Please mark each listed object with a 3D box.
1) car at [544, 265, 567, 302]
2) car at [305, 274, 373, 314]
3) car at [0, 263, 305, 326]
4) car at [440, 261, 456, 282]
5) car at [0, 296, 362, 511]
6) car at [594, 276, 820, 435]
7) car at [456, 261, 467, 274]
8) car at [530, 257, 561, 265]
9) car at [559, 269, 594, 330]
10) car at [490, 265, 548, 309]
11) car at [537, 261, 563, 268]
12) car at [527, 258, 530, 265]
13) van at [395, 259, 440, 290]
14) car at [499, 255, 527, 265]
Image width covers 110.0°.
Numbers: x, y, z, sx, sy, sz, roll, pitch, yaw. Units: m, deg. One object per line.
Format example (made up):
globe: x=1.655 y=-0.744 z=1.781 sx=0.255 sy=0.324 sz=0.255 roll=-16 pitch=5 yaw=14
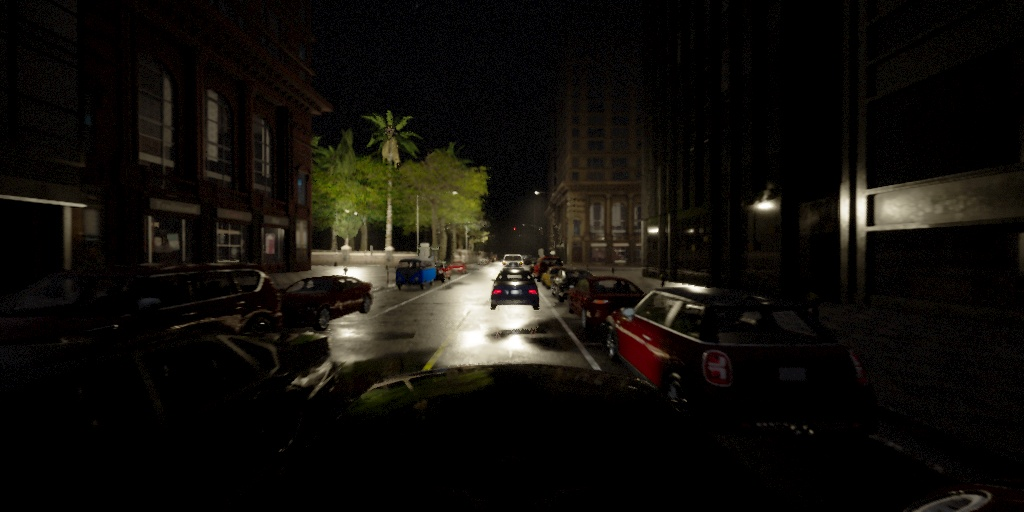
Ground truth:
car: x=2.761 y=1.261 z=16.316 sx=2.007 sy=1.370 sz=4.403 roll=0 pitch=0 yaw=0
car: x=-5.764 y=1.270 z=10.903 sx=1.888 sy=1.381 sz=4.507 roll=0 pitch=0 yaw=0
car: x=-5.763 y=1.054 z=5.477 sx=2.192 sy=1.841 sz=5.009 roll=0 pitch=0 yaw=0
car: x=-5.766 y=1.120 z=27.182 sx=1.967 sy=1.591 sz=4.097 roll=0 pitch=0 yaw=0
car: x=-3.098 y=1.296 z=2.216 sx=2.033 sy=1.411 sz=5.357 roll=0 pitch=0 yaw=0
car: x=2.762 y=1.179 z=5.466 sx=1.967 sy=1.591 sz=4.097 roll=0 pitch=0 yaw=0
car: x=-5.767 y=1.231 z=38.034 sx=1.802 sy=1.307 sz=4.207 roll=0 pitch=0 yaw=0
car: x=2.760 y=0.995 z=27.167 sx=2.192 sy=1.841 sz=5.009 roll=0 pitch=0 yaw=0
car: x=2.760 y=1.270 z=10.892 sx=1.888 sy=1.381 sz=4.507 roll=0 pitch=0 yaw=0
car: x=0.100 y=1.262 z=14.620 sx=2.033 sy=1.411 sz=5.357 roll=0 pitch=0 yaw=0
car: x=2.760 y=1.221 z=21.911 sx=1.751 sy=1.417 sz=4.829 roll=0 pitch=0 yaw=0
car: x=2.759 y=1.214 z=38.017 sx=1.948 sy=1.339 sz=4.313 roll=0 pitch=0 yaw=0
van: x=-5.765 y=1.036 z=21.755 sx=1.690 sy=1.789 sz=3.998 roll=0 pitch=0 yaw=0
car: x=0.097 y=0.878 z=35.306 sx=2.150 sy=2.045 sz=5.566 roll=0 pitch=0 yaw=0
